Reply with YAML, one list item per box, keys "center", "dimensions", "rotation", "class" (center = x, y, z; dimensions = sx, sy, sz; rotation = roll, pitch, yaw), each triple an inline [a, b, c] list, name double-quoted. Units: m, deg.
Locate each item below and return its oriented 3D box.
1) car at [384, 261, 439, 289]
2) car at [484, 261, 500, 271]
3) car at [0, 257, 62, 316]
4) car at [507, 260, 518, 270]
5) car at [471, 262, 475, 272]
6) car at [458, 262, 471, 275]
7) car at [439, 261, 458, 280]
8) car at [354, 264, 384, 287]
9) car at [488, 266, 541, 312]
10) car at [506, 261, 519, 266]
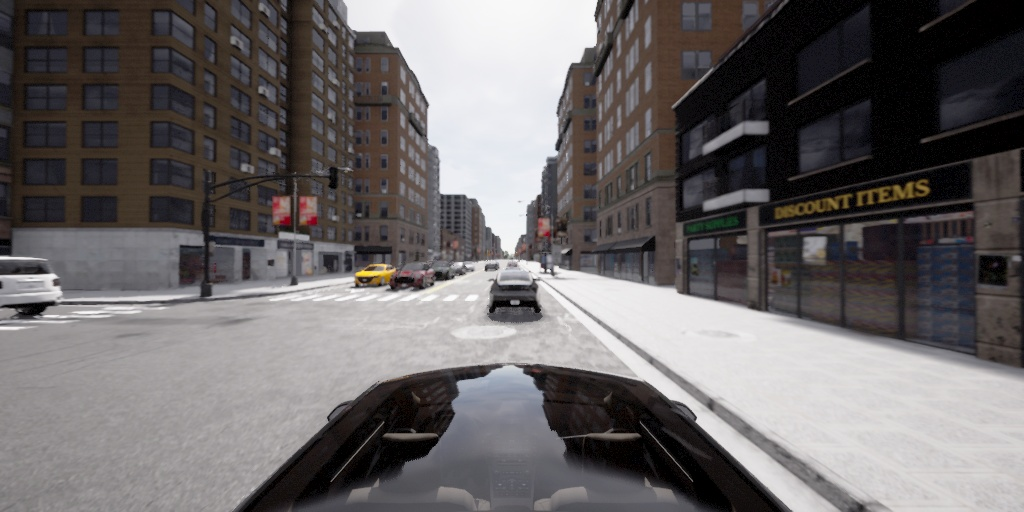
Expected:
- center: [-6.590, 1.220, 24.141]
  dimensions: [2.097, 1.767, 4.553]
  rotation: [0, 0, 0]
  class: "car"
- center: [-3.236, 1.537, 55.881]
  dimensions: [2.128, 1.511, 4.902]
  rotation: [0, 0, 0]
  class: "car"
- center: [-18.007, 1.031, 11.378]
  dimensions: [5.566, 2.045, 2.150]
  rotation: [0, -1, -1]
  class: "car"
- center: [0.073, 1.556, 61.643]
  dimensions: [1.882, 1.535, 5.008]
  rotation: [0, 0, 0]
  class: "car"
- center: [-6.488, 1.551, 52.469]
  dimensions: [1.812, 1.442, 4.674]
  rotation: [0, 0, 0]
  class: "car"
- center: [-6.510, 1.459, 42.272]
  dimensions: [2.128, 1.511, 4.902]
  rotation: [0, 0, 1]
  class: "car"
- center: [-6.573, 1.269, 33.013]
  dimensions: [2.097, 1.767, 4.553]
  rotation: [0, 0, 0]
  class: "car"
- center: [-9.839, 1.358, 26.450]
  dimensions: [1.882, 1.535, 5.008]
  rotation: [0, 0, 0]
  class: "car"
- center: [0.102, 1.323, 14.556]
  dimensions: [1.837, 1.490, 4.892]
  rotation: [0, 0, 0]
  class: "car"
- center: [0.109, 1.567, 41.935]
  dimensions: [1.895, 1.301, 4.718]
  rotation: [0, 0, 0]
  class: "car"
